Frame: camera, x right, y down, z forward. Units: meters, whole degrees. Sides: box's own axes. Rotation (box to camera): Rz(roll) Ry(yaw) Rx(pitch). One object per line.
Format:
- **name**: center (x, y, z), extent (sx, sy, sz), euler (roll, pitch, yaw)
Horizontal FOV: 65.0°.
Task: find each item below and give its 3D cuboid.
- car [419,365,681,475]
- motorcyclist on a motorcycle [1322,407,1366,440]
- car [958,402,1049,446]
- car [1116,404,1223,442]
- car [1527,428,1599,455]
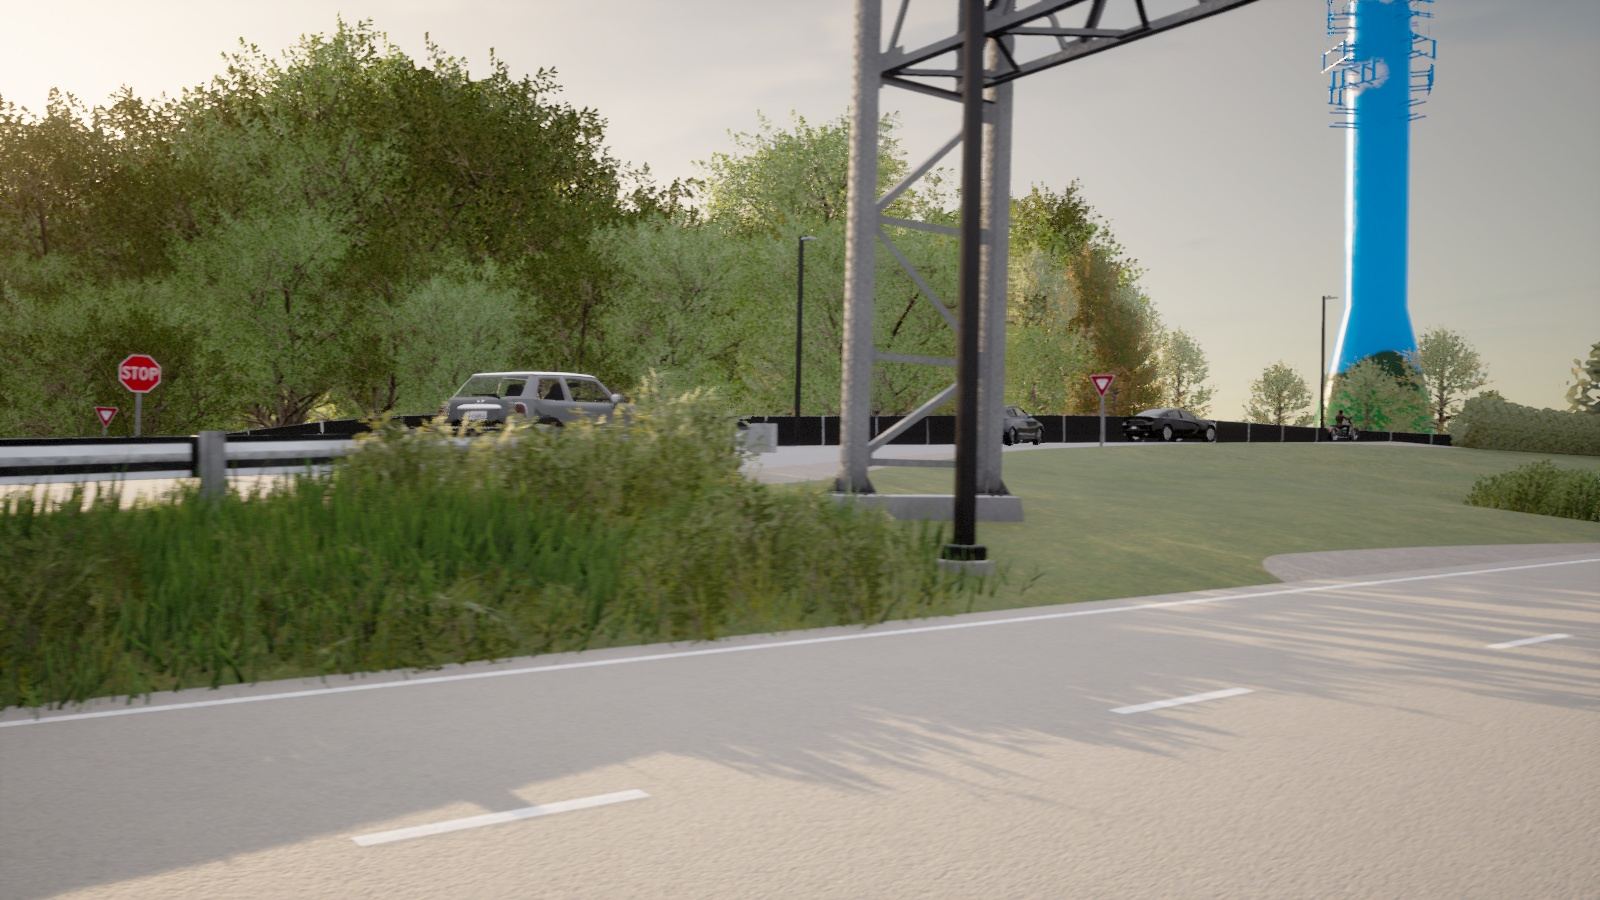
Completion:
- **car**: center (-3.656, -0.440, 19.020), extent (1.970, 1.475, 3.806), euler (0, 1, 26)
- **motorcyclist on a motorcycle**: center (27.090, -1.309, 62.546), extent (2.350, 1.649, 0.766), euler (-1, 0, -32)
- **car**: center (7.364, -0.918, 45.165), extent (1.816, 1.474, 4.193), euler (0, 1, 30)
- **car**: center (16.356, -1.161, 55.460), extent (5.008, 1.535, 1.882), euler (0, 0, -36)
- **car**: center (45.741, -0.497, 74.691), extent (3.806, 1.475, 1.970), euler (2, -1, -2)
